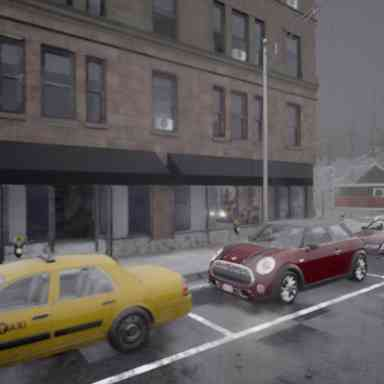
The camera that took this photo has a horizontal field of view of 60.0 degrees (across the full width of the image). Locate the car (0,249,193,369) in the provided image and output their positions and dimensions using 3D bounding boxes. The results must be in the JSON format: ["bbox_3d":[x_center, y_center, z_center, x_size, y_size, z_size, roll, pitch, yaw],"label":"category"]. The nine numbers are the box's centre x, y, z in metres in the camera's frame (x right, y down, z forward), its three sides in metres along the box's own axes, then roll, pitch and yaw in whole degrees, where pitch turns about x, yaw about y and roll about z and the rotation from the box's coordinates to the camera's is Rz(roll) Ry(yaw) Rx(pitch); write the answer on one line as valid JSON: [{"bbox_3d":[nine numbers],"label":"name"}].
[{"bbox_3d":[-2.264,1.525,4.571,4.829,1.417,1.752,0,0,-36],"label":"car"}]

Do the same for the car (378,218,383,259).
[{"bbox_3d":[6.808,1.512,11.152,4.206,1.307,1.802,0,0,-36],"label":"car"}]

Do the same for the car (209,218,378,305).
[{"bbox_3d":[2.340,1.404,7.911,4.097,1.590,1.967,0,0,-36],"label":"car"}]
